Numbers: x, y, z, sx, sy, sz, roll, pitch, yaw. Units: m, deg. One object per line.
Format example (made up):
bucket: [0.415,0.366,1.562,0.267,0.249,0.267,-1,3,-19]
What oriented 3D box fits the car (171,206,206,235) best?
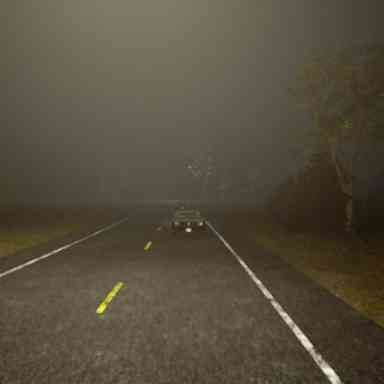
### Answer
car: [-0.246,1.750,19.904,1.895,1.301,4.718,0,0,-2]

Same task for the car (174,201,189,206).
car: [-1.265,1.841,40.887,1.994,1.385,4.181,0,0,-4]
